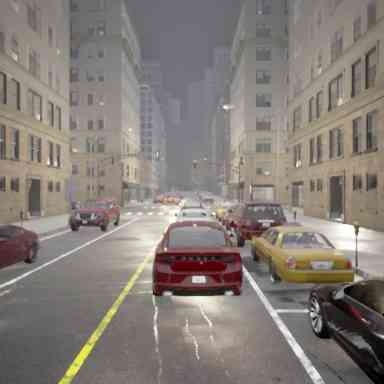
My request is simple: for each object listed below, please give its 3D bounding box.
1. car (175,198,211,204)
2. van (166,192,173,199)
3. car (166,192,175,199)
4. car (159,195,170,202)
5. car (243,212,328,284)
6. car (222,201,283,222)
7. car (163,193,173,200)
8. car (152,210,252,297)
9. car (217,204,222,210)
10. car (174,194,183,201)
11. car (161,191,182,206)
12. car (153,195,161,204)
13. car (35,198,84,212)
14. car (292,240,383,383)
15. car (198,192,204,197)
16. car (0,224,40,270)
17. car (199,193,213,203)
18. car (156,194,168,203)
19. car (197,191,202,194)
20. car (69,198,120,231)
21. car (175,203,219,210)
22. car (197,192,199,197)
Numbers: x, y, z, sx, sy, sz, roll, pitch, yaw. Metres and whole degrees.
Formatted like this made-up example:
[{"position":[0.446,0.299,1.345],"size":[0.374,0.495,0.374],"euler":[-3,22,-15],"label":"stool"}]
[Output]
[{"position":[0.079,1.446,25.377],"size":[2.128,1.511,4.902],"euler":[0,0,0],"label":"car"},{"position":[-5.734,0.940,85.111],"size":[1.690,1.788,3.998],"euler":[1,0,0],"label":"van"},{"position":[-5.733,0.869,90.533],"size":[2.192,1.841,5.009],"euler":[1,0,0],"label":"car"},{"position":[-5.741,1.270,68.843],"size":[1.887,1.381,4.507],"euler":[1,0,0],"label":"car"},{"position":[2.768,1.517,9.393],"size":[1.752,1.417,4.829],"euler":[0,0,0],"label":"car"},{"position":[2.770,1.298,14.777],"size":[2.192,1.841,5.009],"euler":[0,0,0],"label":"car"},{"position":[-5.737,1.083,79.689],"size":[1.967,1.590,4.097],"euler":[1,0,0],"label":"car"},{"position":[0.075,1.470,8.643],"size":[1.882,1.535,5.008],"euler":[0,0,-1],"label":"car"},{"position":[2.771,1.552,20.328],"size":[1.802,1.307,4.206],"euler":[0,0,0],"label":"car"},{"position":[-2.984,1.233,74.851],"size":[1.994,1.385,4.181],"euler":[0,0,0],"label":"car"},{"position":[-3.137,1.187,51.827],"size":[2.097,1.767,4.553],"euler":[0,0,2],"label":"car"},{"position":[-5.744,1.343,57.995],"size":[1.887,1.381,4.507],"euler":[0,0,0],"label":"car"},{"position":[-14.950,1.420,37.664],"size":[4.892,1.490,1.837],"euler":[0,0,3],"label":"car"},{"position":[2.766,1.565,3.671],"size":[1.947,1.339,4.313],"euler":[0,0,0],"label":"car"},{"position":[2.785,1.249,69.002],"size":[1.752,1.417,4.829],"euler":[1,0,0],"label":"car"},{"position":[-5.758,1.574,9.232],"size":[1.802,1.307,4.206],"euler":[0,0,0],"label":"car"},{"position":[2.781,1.349,57.986],"size":[2.008,1.369,4.403],"euler":[0,0,0],"label":"car"},{"position":[-5.741,1.203,63.419],"size":[1.967,1.590,4.097],"euler":[1,0,0],"label":"car"},{"position":[2.791,0.995,90.526],"size":[1.967,1.590,4.097],"euler":[1,0,0],"label":"car"},{"position":[-5.754,1.284,20.337],"size":[2.192,1.841,5.009],"euler":[0,0,0],"label":"car"},{"position":[0.102,1.505,16.235],"size":[1.812,1.442,4.674],"euler":[0,0,0],"label":"car"},{"position":[2.787,1.224,79.682],"size":[1.802,1.307,4.206],"euler":[1,0,0],"label":"car"}]
